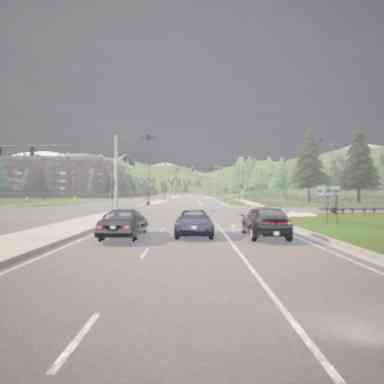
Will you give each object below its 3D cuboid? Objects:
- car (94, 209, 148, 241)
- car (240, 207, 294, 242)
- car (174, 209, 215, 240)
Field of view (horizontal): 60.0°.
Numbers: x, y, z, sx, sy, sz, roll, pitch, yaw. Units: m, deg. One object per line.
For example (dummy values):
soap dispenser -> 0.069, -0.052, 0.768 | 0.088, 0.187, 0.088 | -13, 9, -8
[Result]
car -> -3.396, 1.562, 16.691 | 2.033, 1.411, 5.357 | 0, 0, 0
car -> 3.602, 1.518, 16.569 | 1.837, 1.490, 4.892 | 0, 0, 0
car -> 0.101, 1.579, 17.169 | 1.994, 1.385, 4.181 | 0, 0, 0
